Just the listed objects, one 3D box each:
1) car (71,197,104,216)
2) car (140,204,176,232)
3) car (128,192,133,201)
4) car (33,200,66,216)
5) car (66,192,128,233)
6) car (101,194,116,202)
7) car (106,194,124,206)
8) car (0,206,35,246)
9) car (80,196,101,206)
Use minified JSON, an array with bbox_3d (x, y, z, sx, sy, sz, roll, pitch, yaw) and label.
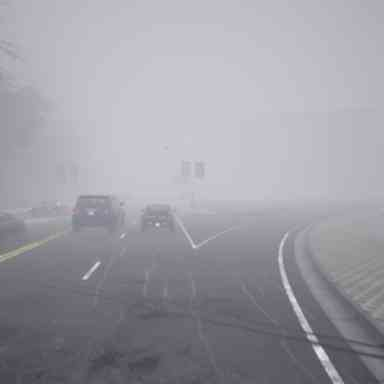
[{"bbox_3d":[-9.771,1.323,31.458,1.882,1.535,5.008,1,0,-5],"label":"car"},{"bbox_3d":[-1.998,1.453,19.723,1.837,1.490,4.892,0,0,-5],"label":"car"},{"bbox_3d":[-12.676,0.853,64.924,2.097,1.767,4.553,0,1,-5],"label":"car"},{"bbox_3d":[-12.906,1.424,30.015,1.895,1.301,4.718,1,0,-5],"label":"car"},{"bbox_3d":[-5.196,1.142,19.046,2.150,2.045,5.566,1,0,-5],"label":"car"},{"bbox_3d":[-15.772,1.093,63.096,1.895,1.301,4.718,1,1,-5],"label":"car"},{"bbox_3d":[-11.324,1.179,49.248,1.882,1.535,5.008,1,1,-5],"label":"car"},{"bbox_3d":[-8.125,1.467,13.046,1.994,1.385,4.181,1,0,-5],"label":"car"},{"bbox_3d":[-14.450,1.250,47.665,1.994,1.385,4.181,1,1,-5],"label":"car"}]
